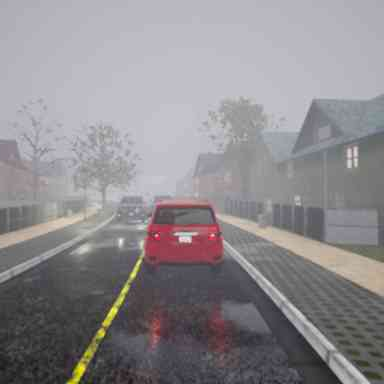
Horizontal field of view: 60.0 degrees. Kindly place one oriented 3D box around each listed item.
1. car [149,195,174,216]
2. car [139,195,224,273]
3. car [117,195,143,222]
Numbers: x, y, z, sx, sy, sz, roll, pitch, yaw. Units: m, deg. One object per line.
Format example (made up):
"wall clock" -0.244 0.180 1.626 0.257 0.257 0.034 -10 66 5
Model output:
"car" -3.351 1.343 35.891 2.150 2.045 5.566 0 0 -11
"car" -0.322 1.267 10.977 2.150 2.045 5.566 0 0 -3
"car" -4.940 1.310 27.534 2.150 2.045 5.566 0 0 -8
